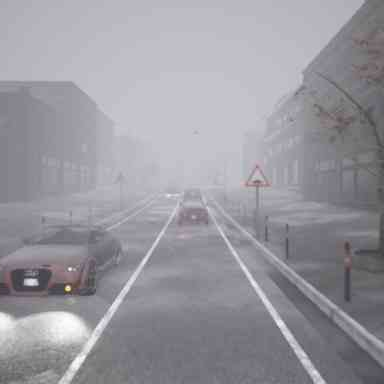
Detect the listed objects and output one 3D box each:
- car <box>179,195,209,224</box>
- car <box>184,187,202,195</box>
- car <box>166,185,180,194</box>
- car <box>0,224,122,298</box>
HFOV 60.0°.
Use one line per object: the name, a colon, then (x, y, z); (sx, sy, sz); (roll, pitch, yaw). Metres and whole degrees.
car: (0.107, 1.191, 21.455); (1.812, 1.442, 4.674); (1, 2, 0)
car: (0.104, 0.223, 38.916); (2.097, 1.767, 4.553); (0, 3, 0)
car: (-2.994, -0.410, 52.426); (1.994, 1.385, 4.181); (0, 3, 1)
car: (-3.098, 1.524, 8.384); (1.994, 1.385, 4.181); (0, 1, 0)
